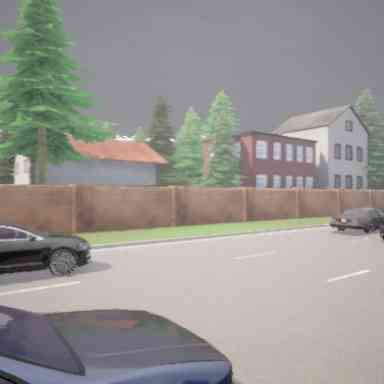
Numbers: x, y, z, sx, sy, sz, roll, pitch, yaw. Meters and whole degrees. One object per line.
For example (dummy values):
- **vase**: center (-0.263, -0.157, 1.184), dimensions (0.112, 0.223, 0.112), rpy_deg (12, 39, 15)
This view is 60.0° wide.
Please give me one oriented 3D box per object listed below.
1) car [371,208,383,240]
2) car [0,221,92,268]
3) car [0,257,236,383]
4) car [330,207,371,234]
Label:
- **car**: center (10.715, 1.571, 15.688), dimensions (4.892, 1.490, 1.837), rpy_deg (0, 0, -35)
- **car**: center (-5.138, 1.494, 8.679), dimensions (4.902, 1.511, 2.128), rpy_deg (0, 0, -36)
- **car**: center (-2.152, 1.545, 2.211), dimensions (5.357, 1.411, 2.033), rpy_deg (0, 0, -36)
- **car**: center (10.380, 1.621, 19.748), dimensions (5.357, 1.411, 2.033), rpy_deg (0, 0, -36)
